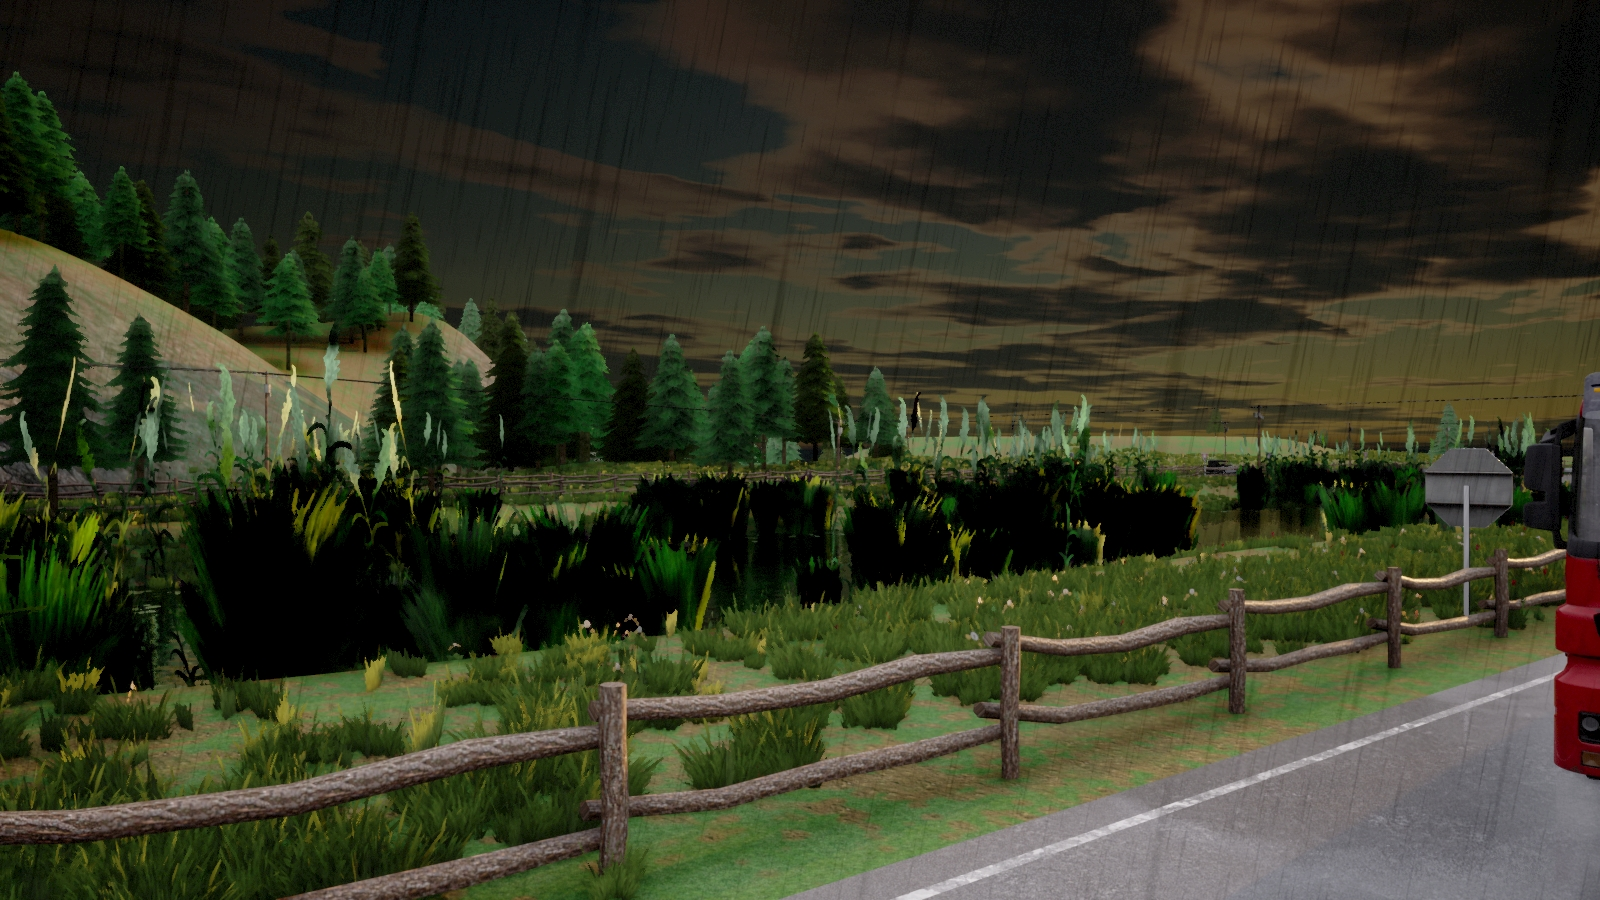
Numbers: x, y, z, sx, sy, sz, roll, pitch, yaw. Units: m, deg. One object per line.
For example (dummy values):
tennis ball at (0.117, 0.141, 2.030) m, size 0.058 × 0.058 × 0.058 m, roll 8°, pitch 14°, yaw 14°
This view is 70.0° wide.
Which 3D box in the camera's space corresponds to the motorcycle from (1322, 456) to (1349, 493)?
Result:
motorcycle at (34.935, 1.577, 74.481) m, size 2.033 × 2.348 × 0.803 m, roll 0°, pitch 0°, yaw -39°

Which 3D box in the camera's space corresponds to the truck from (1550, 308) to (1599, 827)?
truck at (9.492, 0.862, 10.941) m, size 2.891 × 3.827 × 8.468 m, roll 0°, pitch 0°, yaw 40°
